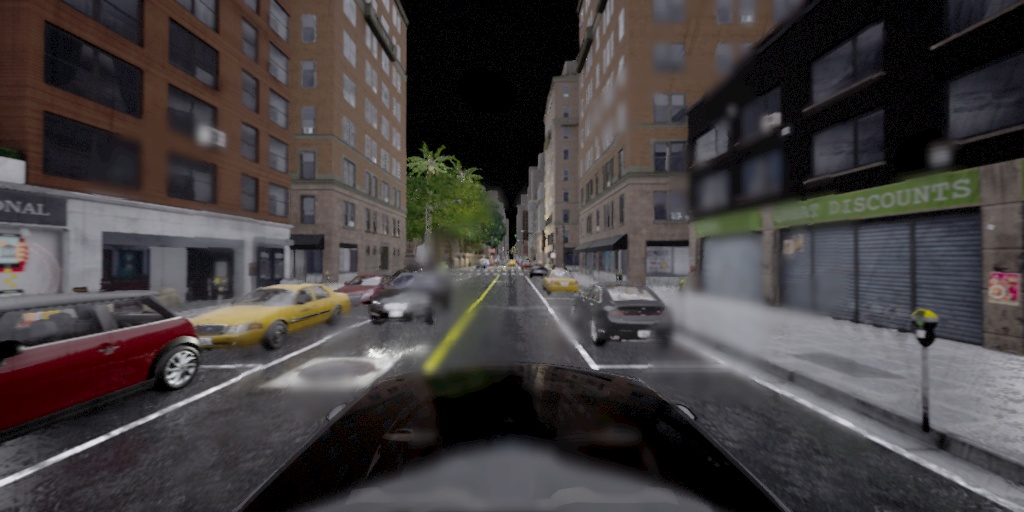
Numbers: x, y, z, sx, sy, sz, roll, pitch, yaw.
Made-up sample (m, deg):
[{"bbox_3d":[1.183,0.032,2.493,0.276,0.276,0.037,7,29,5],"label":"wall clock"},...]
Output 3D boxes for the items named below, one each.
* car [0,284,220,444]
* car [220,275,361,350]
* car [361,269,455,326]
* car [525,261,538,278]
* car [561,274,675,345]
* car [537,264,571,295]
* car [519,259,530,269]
[{"bbox_3d":[-5.858,1.200,3.884,1.967,1.591,4.097,0,0,0],"label":"car"},{"bbox_3d":[-5.858,1.314,9.223,1.751,1.417,4.829,0,0,0],"label":"car"},{"bbox_3d":[-3.102,1.294,12.043,2.128,1.511,4.902,0,0,0],"label":"car"},{"bbox_3d":[2.664,1.510,36.917,1.948,1.339,4.313,0,0,0],"label":"car"},{"bbox_3d":[2.667,1.340,9.381,2.007,1.370,4.403,0,0,0],"label":"car"},{"bbox_3d":[2.666,1.373,20.565,1.751,1.417,4.829,0,0,0],"label":"car"},{"bbox_3d":[2.662,1.550,63.481,1.967,1.591,4.097,0,0,0],"label":"car"}]
